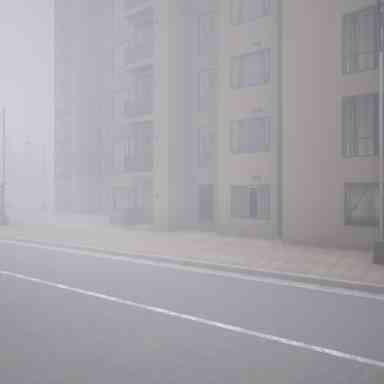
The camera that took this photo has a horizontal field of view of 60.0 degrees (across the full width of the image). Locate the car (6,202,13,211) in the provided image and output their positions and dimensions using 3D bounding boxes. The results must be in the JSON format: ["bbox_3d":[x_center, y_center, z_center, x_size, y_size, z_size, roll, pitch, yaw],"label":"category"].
[{"bbox_3d":[-22.887,1.436,37.650,2.128,1.511,4.902,0,0,34],"label":"car"}]
